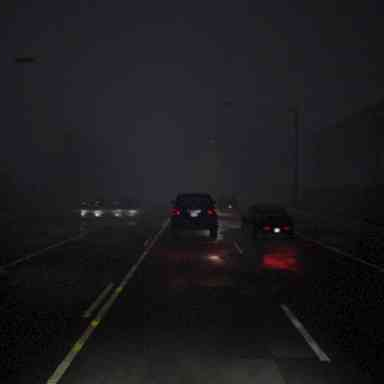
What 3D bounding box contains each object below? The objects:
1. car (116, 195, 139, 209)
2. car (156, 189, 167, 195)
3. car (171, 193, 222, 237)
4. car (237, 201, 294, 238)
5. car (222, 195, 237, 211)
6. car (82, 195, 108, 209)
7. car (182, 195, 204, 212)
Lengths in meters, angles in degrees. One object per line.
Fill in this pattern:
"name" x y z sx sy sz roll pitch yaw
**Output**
"car" -7.103 1.081 36.702 1.812 1.442 4.674 0 1 0
"car" -7.016 0.062 77.740 2.150 2.045 5.566 0 1 0
"car" 0.096 1.039 17.077 2.150 2.045 5.566 0 1 0
"car" 3.596 1.330 16.488 1.837 1.490 4.892 0 1 0
"car" 3.594 1.099 33.837 1.837 1.490 4.892 0 1 0
"car" -10.603 1.064 36.585 1.837 1.490 4.892 0 0 0
"car" 0.093 1.087 33.781 2.128 1.511 4.902 0 1 0
